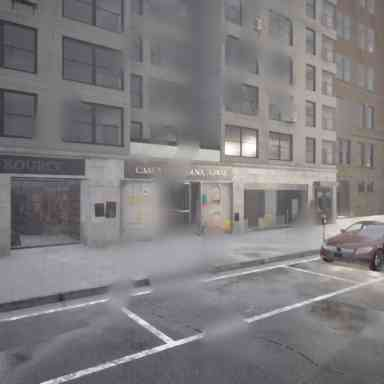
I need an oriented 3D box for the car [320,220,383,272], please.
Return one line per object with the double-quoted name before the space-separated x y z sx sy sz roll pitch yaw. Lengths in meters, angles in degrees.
"car" 5.907 1.582 10.778 4.206 1.307 1.802 0 0 -36
